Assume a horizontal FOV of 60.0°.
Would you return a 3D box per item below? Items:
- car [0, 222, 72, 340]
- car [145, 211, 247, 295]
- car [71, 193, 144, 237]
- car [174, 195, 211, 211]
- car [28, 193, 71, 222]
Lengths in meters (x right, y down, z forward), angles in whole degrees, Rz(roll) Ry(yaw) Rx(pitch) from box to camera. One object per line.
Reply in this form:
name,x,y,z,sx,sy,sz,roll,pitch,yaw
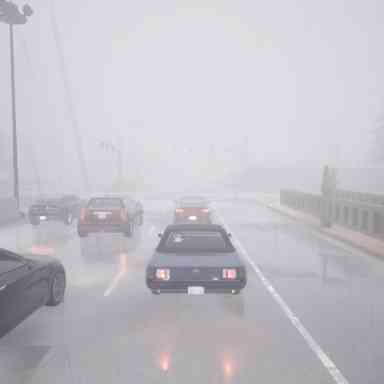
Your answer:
car,-3.419,1.463,4.742,1.812,1.442,4.674,0,1,0
car,0.069,1.429,8.290,1.895,1.301,4.718,0,2,0
car,-3.466,0.841,14.932,2.097,1.767,4.553,0,3,0
car,0.022,0.877,17.362,1.812,1.442,4.674,0,3,0
car,-6.982,0.820,17.926,1.837,1.490,4.892,0,3,0
